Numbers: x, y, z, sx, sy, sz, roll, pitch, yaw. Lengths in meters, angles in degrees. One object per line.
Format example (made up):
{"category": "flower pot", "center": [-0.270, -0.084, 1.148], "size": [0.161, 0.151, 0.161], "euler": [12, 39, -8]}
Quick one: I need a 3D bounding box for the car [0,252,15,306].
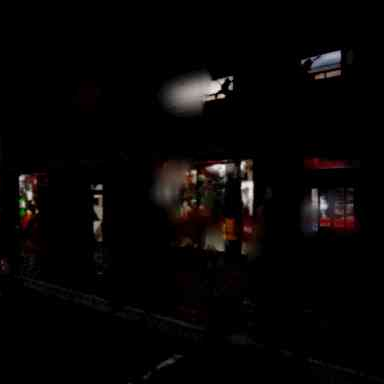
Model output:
{"category": "car", "center": [-5.431, 1.431, 6.748], "size": [4.097, 1.590, 1.967], "euler": [0, 0, 35]}
